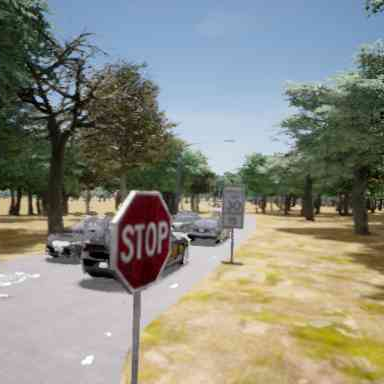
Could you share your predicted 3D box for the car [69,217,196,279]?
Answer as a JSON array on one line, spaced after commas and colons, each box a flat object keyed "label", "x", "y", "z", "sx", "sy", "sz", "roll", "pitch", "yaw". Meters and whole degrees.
[{"label": "car", "x": -1.557, "y": 1.818, "z": 10.895, "sx": 1.882, "sy": 1.535, "sz": 5.008, "roll": 2, "pitch": -2, "yaw": 16}]

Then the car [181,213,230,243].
[{"label": "car", "x": 1.145, "y": 2.282, "z": 20.653, "sx": 2.033, "sy": 1.411, "sz": 5.357, "roll": 2, "pitch": -2, "yaw": 15}]

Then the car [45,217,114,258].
[{"label": "car", "x": -3.942, "y": 1.824, "z": 13.887, "sx": 2.128, "sy": 1.511, "sz": 4.902, "roll": 2, "pitch": -2, "yaw": 16}]

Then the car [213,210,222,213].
[{"label": "car", "x": 3.890, "y": 3.284, "z": 46.680, "sx": 1.994, "sy": 1.385, "sz": 4.181, "roll": 2, "pitch": -2, "yaw": 11}]

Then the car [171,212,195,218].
[{"label": "car", "x": -0.504, "y": 2.357, "z": 26.857, "sx": 2.128, "sy": 1.511, "sz": 4.902, "roll": 2, "pitch": -2, "yaw": 14}]
